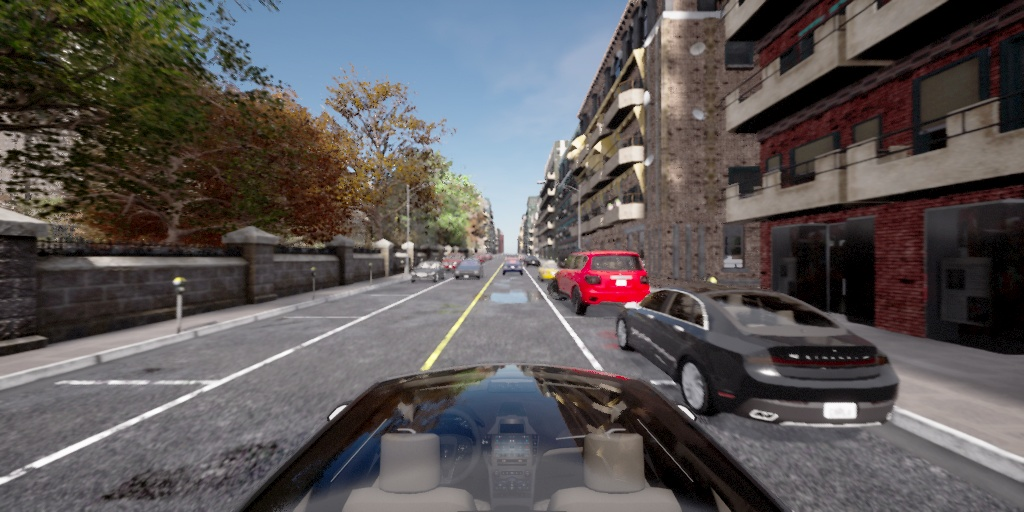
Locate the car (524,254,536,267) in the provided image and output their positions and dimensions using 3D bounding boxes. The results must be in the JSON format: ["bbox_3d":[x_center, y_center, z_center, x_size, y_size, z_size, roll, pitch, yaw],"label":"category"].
[{"bbox_3d":[2.666,0.774,46.849,1.948,1.339,4.313,0,0,0],"label":"car"}]

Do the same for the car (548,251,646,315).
[{"bbox_3d":[2.986,0.835,13.120,2.150,2.045,5.566,0,1,-4],"label":"car"}]

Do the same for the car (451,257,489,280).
[{"bbox_3d":[-3.112,0.992,27.135,2.033,1.411,5.357,0,1,0],"label":"car"}]

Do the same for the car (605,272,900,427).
[{"bbox_3d":[3.143,1.204,5.857,1.837,1.490,4.892,0,1,0],"label":"car"}]

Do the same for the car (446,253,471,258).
[{"bbox_3d":[-5.708,0.656,35.800,2.192,1.841,5.009,0,0,0],"label":"car"}]

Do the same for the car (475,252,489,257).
[{"bbox_3d":[-5.723,0.324,63.415,2.192,1.841,5.009,0,0,0],"label":"car"}]

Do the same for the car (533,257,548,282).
[{"bbox_3d":[2.679,0.999,24.927,1.751,1.417,4.829,0,0,0],"label":"car"}]

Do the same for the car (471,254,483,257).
[{"bbox_3d":[-5.717,0.708,52.369,1.948,1.339,4.313,0,0,0],"label":"car"}]

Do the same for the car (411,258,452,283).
[{"bbox_3d":[-5.702,1.024,24.753,2.007,1.370,4.403,0,0,0],"label":"car"}]

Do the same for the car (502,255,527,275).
[{"bbox_3d":[0.067,0.929,32.432,2.033,1.411,5.357,0,1,0],"label":"car"}]
